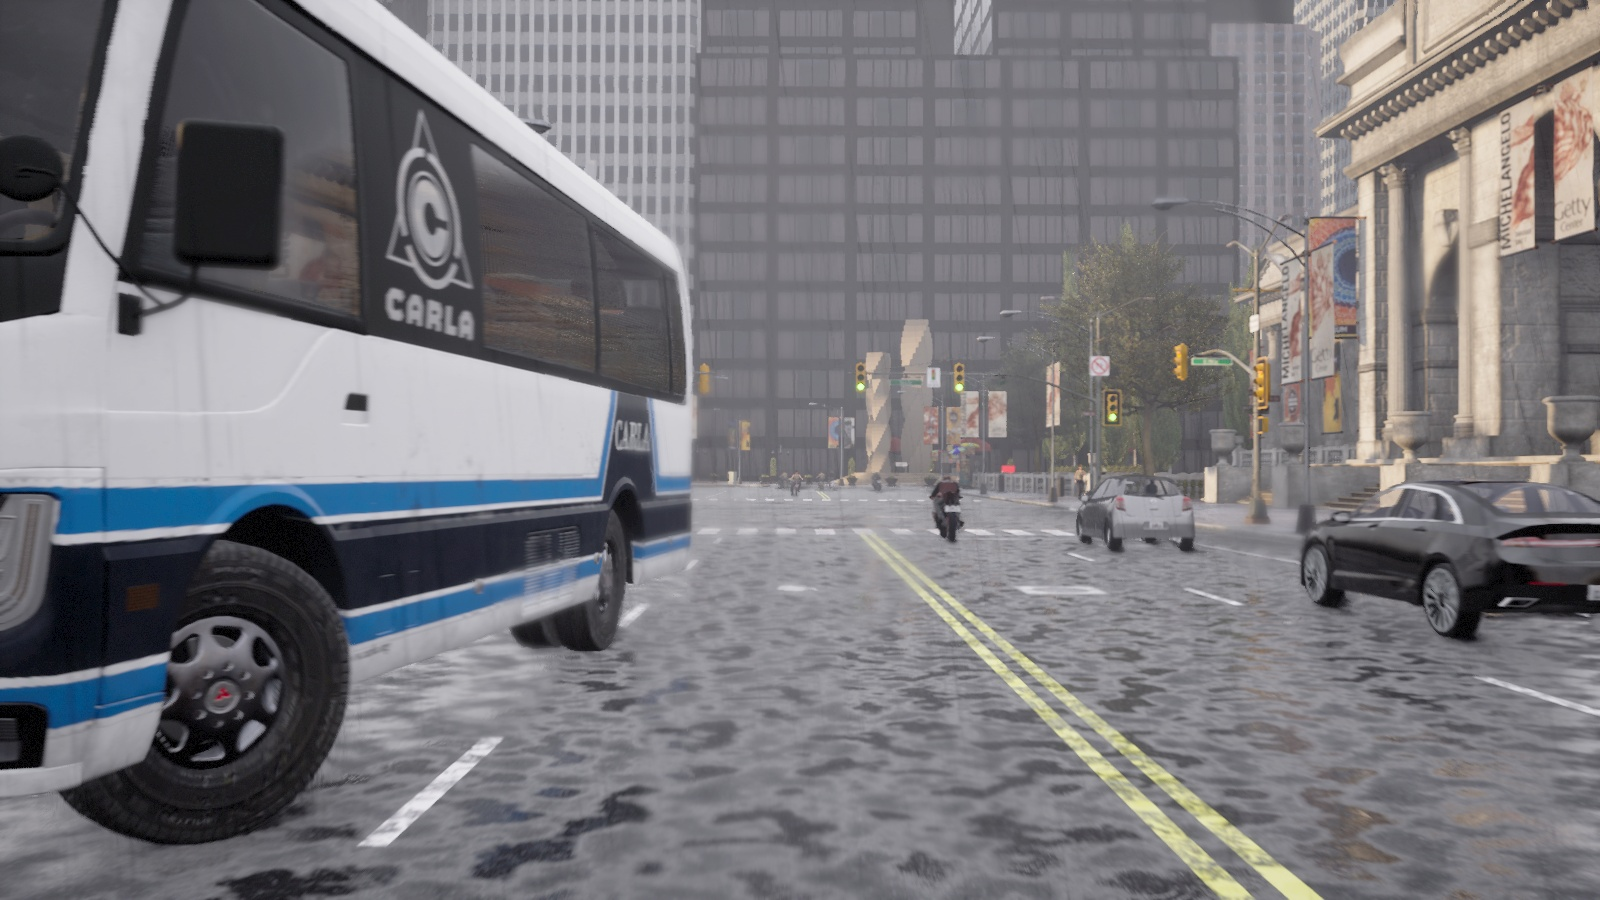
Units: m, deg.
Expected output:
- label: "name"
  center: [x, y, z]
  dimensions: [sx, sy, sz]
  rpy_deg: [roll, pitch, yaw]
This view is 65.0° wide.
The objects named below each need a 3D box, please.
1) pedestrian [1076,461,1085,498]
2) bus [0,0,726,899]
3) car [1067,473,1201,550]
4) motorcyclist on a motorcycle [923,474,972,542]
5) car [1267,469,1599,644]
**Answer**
- label: "pedestrian"
  center: [14.019, 1.466, 62.775]
  dimensions: [0.345, 1.836, 0.594]
  rpy_deg: [0, -1, 0]
- label: "bus"
  center: [-3.511, -0.405, 8.531]
  dimensions: [3.944, 4.253, 10.273]
  rpy_deg: [1, -1, 8]
- label: "car"
  center: [6.937, 1.243, 26.438]
  dimensions: [1.845, 1.501, 3.633]
  rpy_deg: [0, -1, 0]
- label: "motorcyclist on a motorcycle"
  center: [3.430, 1.327, 29.339]
  dimensions: [0.866, 1.530, 2.191]
  rpy_deg: [0, -1, 0]
- label: "car"
  center: [6.967, 0.968, 13.406]
  dimensions: [2.128, 1.511, 4.902]
  rpy_deg: [0, -1, 0]
